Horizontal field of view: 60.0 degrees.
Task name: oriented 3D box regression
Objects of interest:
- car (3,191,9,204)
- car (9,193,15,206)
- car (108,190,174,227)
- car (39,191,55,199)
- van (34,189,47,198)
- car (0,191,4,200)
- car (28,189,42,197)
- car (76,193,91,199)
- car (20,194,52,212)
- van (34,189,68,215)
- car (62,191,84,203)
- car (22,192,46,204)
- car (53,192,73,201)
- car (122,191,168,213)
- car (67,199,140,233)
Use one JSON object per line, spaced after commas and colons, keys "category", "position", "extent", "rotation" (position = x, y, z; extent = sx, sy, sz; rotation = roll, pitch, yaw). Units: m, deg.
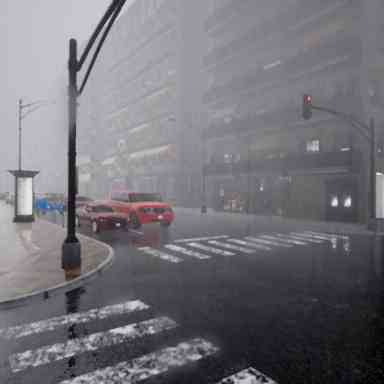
{"category": "car", "position": [-21.206, 0.800, 40.150], "extent": [1.752, 1.417, 4.829], "rotation": [2, 0, -36]}
{"category": "car", "position": [-17.995, 0.904, 35.701], "extent": [1.887, 1.381, 4.507], "rotation": [2, 0, -36]}
{"category": "car", "position": [-3.278, 0.939, 19.720], "extent": [2.150, 2.045, 5.566], "rotation": [1, 1, -36]}
{"category": "car", "position": [-27.856, 0.518, 63.683], "extent": [1.752, 1.417, 4.829], "rotation": [2, 0, -36]}
{"category": "van", "position": [-31.062, 0.249, 68.132], "extent": [1.690, 1.788, 3.998], "rotation": [2, 0, -36]}
{"category": "car", "position": [-27.923, 0.537, 49.461], "extent": [1.967, 1.590, 4.097], "rotation": [2, 0, -36]}
{"category": "car", "position": [-34.375, 0.261, 72.719], "extent": [1.967, 1.590, 4.097], "rotation": [2, 0, -36]}
{"category": "car", "position": [-9.503, 1.030, 28.342], "extent": [1.882, 1.535, 5.008], "rotation": [1, 0, -36]}
{"category": "car", "position": [-14.685, 0.992, 31.114], "extent": [1.887, 1.381, 4.507], "rotation": [2, 0, -36]}
{"category": "van", "position": [-11.368, 0.876, 26.527], "extent": [1.690, 1.788, 3.998], "rotation": [2, 0, -36]}
{"category": "car", "position": [-17.823, 0.699, 49.785], "extent": [1.967, 1.590, 4.097], "rotation": [2, 0, -36]}
{"category": "car", "position": [-21.389, 0.784, 44.935], "extent": [2.033, 1.411, 5.357], "rotation": [1, 0, -35]}
{"category": "car", "position": [-21.136, 0.737, 54.371], "extent": [1.947, 1.339, 4.313], "rotation": [2, 0, -36]}
{"category": "car", "position": [-4.577, 0.925, 31.437], "extent": [2.192, 1.841, 5.009], "rotation": [2, 0, -36]}
{"category": "car", "position": [-4.754, 1.256, 17.354], "extent": [1.887, 1.381, 4.507], "rotation": [2, 0, -36]}
